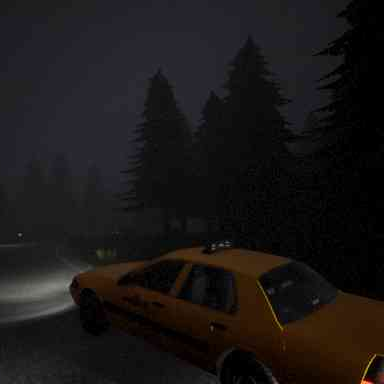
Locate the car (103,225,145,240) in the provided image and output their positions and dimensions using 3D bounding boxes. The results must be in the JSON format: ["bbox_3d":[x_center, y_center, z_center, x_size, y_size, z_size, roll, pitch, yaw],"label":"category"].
[{"bbox_3d":[-7.437,4.510,36.939,2.033,1.411,5.357,-4,-8,20],"label":"car"}]

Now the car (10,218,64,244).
[{"bbox_3d":[-12.756,3.220,28.058,2.150,2.045,5.566,-4,-7,7],"label":"car"}]

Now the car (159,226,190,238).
[{"bbox_3d":[-2.323,5.543,46.250,1.882,1.535,5.008,-5,-8,30],"label":"car"}]

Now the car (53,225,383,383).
[{"bbox_3d":[0.154,1.440,4.725,5.366,1.575,1.801,0,1,43],"label":"car"}]
